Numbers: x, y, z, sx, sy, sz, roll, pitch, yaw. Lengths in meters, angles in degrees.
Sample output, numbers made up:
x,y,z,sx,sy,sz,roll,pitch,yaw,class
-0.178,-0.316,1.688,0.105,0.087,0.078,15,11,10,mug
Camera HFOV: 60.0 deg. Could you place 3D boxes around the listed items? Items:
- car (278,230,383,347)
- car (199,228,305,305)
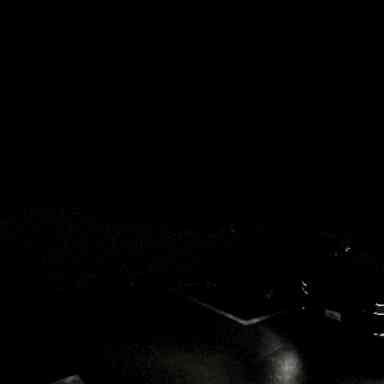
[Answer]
x,y,z,sx,sy,sz,roll,pitch,yaw,class
4.080,1.533,6.283,5.008,1.535,1.882,1,0,-35,car
2.198,1.615,8.211,4.313,1.339,1.947,1,0,-35,car
